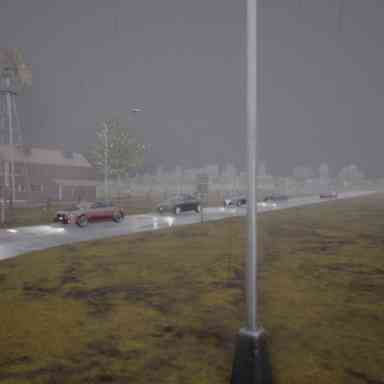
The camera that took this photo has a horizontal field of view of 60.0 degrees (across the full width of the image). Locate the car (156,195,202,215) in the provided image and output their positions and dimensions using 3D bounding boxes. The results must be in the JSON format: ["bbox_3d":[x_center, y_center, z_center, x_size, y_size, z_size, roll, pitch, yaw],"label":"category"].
[{"bbox_3d":[-0.935,1.009,27.332,1.837,1.490,4.892,1,2,36],"label":"car"}]

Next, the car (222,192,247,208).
[{"bbox_3d":[5.027,0.790,35.561,2.128,1.511,4.902,1,2,36],"label":"car"}]

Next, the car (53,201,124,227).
[{"bbox_3d":[-6.139,1.245,20.171,1.994,1.385,4.181,1,2,36],"label":"car"}]

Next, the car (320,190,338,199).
[{"bbox_3d":[22.508,0.375,54.737,1.994,1.385,4.181,1,2,36],"label":"car"}]

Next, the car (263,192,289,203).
[{"bbox_3d":[11.091,0.684,43.903,1.895,1.301,4.718,1,2,36],"label":"car"}]
